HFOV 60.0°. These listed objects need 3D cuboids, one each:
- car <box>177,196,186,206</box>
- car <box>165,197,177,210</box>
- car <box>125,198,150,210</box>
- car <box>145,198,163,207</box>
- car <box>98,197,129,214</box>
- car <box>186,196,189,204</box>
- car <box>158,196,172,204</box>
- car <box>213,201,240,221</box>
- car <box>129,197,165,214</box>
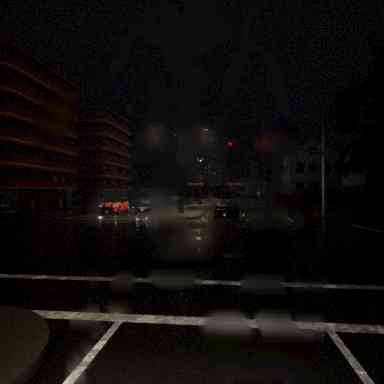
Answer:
[{"bbox_3d":[-2.706,1.491,53.127,2.128,1.511,4.902,0,0,6],"label":"car"},{"bbox_3d":[-3.653,1.601,44.081,1.895,1.301,4.718,0,0,6],"label":"car"},{"bbox_3d":[-7.139,1.545,44.359,2.033,1.411,5.357,0,0,6],"label":"car"},{"bbox_3d":[-6.146,1.601,53.890,1.895,1.301,4.718,0,0,6],"label":"car"},{"bbox_3d":[-8.120,1.352,34.941,2.097,1.767,4.553,0,0,6],"label":"car"},{"bbox_3d":[-1.657,1.505,63.030,1.837,1.490,4.892,0,0,7],"label":"car"},{"bbox_3d":[-5.089,1.564,63.865,1.994,1.385,4.181,0,0,6],"label":"car"},{"bbox_3d":[2.797,1.491,27.119,2.128,1.511,4.902,0,0,9],"label":"car"},{"bbox_3d":[-4.605,1.491,34.871,2.128,1.511,4.902,0,0,6],"label":"car"}]
